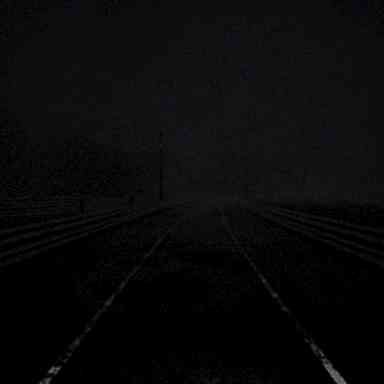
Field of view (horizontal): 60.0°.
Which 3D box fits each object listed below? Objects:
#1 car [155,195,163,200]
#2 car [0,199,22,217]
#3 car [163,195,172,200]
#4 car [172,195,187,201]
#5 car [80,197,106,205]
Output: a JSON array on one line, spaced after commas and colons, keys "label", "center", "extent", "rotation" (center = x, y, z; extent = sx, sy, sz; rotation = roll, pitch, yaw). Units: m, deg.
[{"label": "car", "center": [-7.364, 1.404, 81.355], "extent": [2.033, 1.411, 5.357], "rotation": [0, 0, 17]}, {"label": "car", "center": [-15.082, 1.217, 25.163], "extent": [2.128, 1.511, 4.902], "rotation": [0, 0, 13]}, {"label": "car", "center": [-4.525, 1.333, 78.663], "extent": [1.882, 1.535, 5.008], "rotation": [0, 0, 17]}, {"label": "car", "center": [-2.243, 1.396, 74.083], "extent": [1.994, 1.385, 4.181], "rotation": [0, 0, 17]}, {"label": "car", "center": [-13.611, 1.341, 46.115], "extent": [1.994, 1.385, 4.181], "rotation": [0, 0, 14]}]
